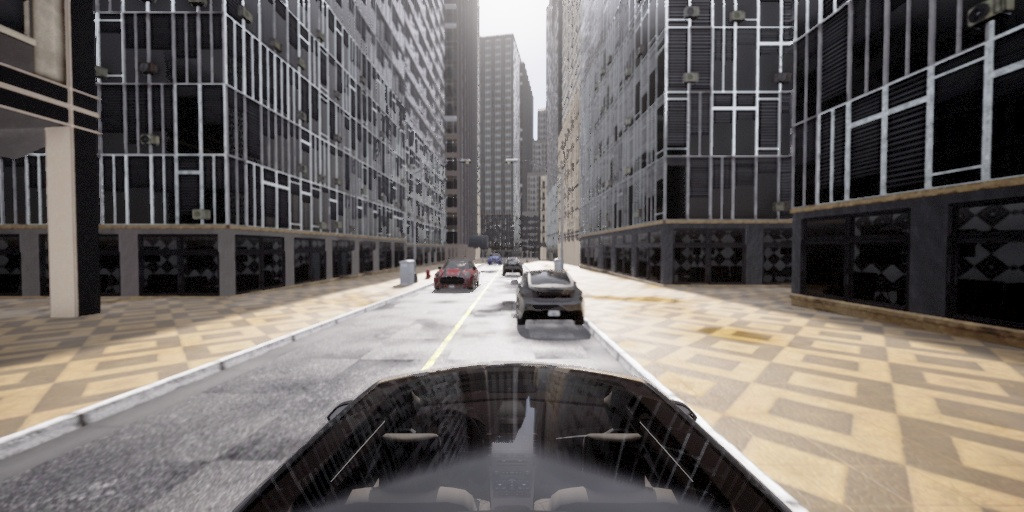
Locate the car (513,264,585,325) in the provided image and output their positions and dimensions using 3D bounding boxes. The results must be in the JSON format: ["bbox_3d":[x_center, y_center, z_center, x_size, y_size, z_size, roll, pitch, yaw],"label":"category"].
[{"bbox_3d":[1.058,1.184,11.433,1.837,1.490,4.892,0,0,0],"label":"car"}]

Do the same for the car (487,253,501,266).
[{"bbox_3d":[-3.007,0.558,61.948,2.150,2.045,5.566,0,0,1],"label":"car"}]

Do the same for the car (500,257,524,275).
[{"bbox_3d":[0.069,1.027,33.997,1.837,1.490,4.892,0,1,1],"label":"car"}]

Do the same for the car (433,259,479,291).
[{"bbox_3d":[-3.085,0.963,20.636,2.097,1.767,4.553,0,0,0],"label":"car"}]
